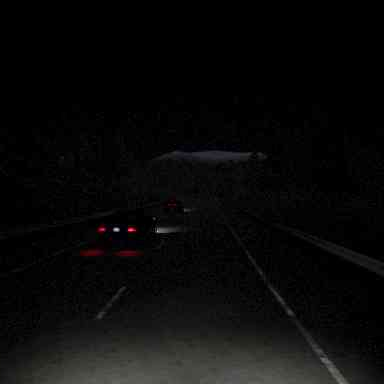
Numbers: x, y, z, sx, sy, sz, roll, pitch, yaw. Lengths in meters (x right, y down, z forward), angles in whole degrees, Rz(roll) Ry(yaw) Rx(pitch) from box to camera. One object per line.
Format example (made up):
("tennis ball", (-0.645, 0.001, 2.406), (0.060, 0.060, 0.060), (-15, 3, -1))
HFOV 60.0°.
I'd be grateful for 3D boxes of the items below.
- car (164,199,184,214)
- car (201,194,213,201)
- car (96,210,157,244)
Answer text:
("car", (-1.953, 1.556, 36.905), (2.128, 1.511, 4.902), (0, 0, 3))
("car", (4.167, 1.509, 85.491), (2.097, 1.767, 4.553), (0, 0, 0))
("car", (-2.922, 1.573, 15.867), (2.033, 1.411, 5.357), (0, 0, 3))
